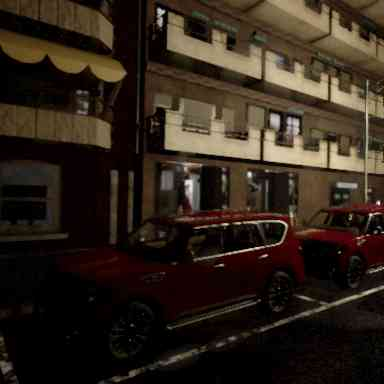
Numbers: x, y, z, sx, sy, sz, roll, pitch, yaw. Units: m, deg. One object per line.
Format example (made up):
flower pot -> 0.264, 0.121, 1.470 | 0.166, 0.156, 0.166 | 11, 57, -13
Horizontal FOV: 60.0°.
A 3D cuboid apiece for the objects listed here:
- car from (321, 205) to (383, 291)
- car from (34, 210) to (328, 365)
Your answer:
car -> 4.465, 1.319, 9.255 | 5.009, 1.841, 2.192 | 0, 1, -35
car -> -0.037, 1.317, 6.044 | 5.009, 1.841, 2.192 | 0, 1, -35
